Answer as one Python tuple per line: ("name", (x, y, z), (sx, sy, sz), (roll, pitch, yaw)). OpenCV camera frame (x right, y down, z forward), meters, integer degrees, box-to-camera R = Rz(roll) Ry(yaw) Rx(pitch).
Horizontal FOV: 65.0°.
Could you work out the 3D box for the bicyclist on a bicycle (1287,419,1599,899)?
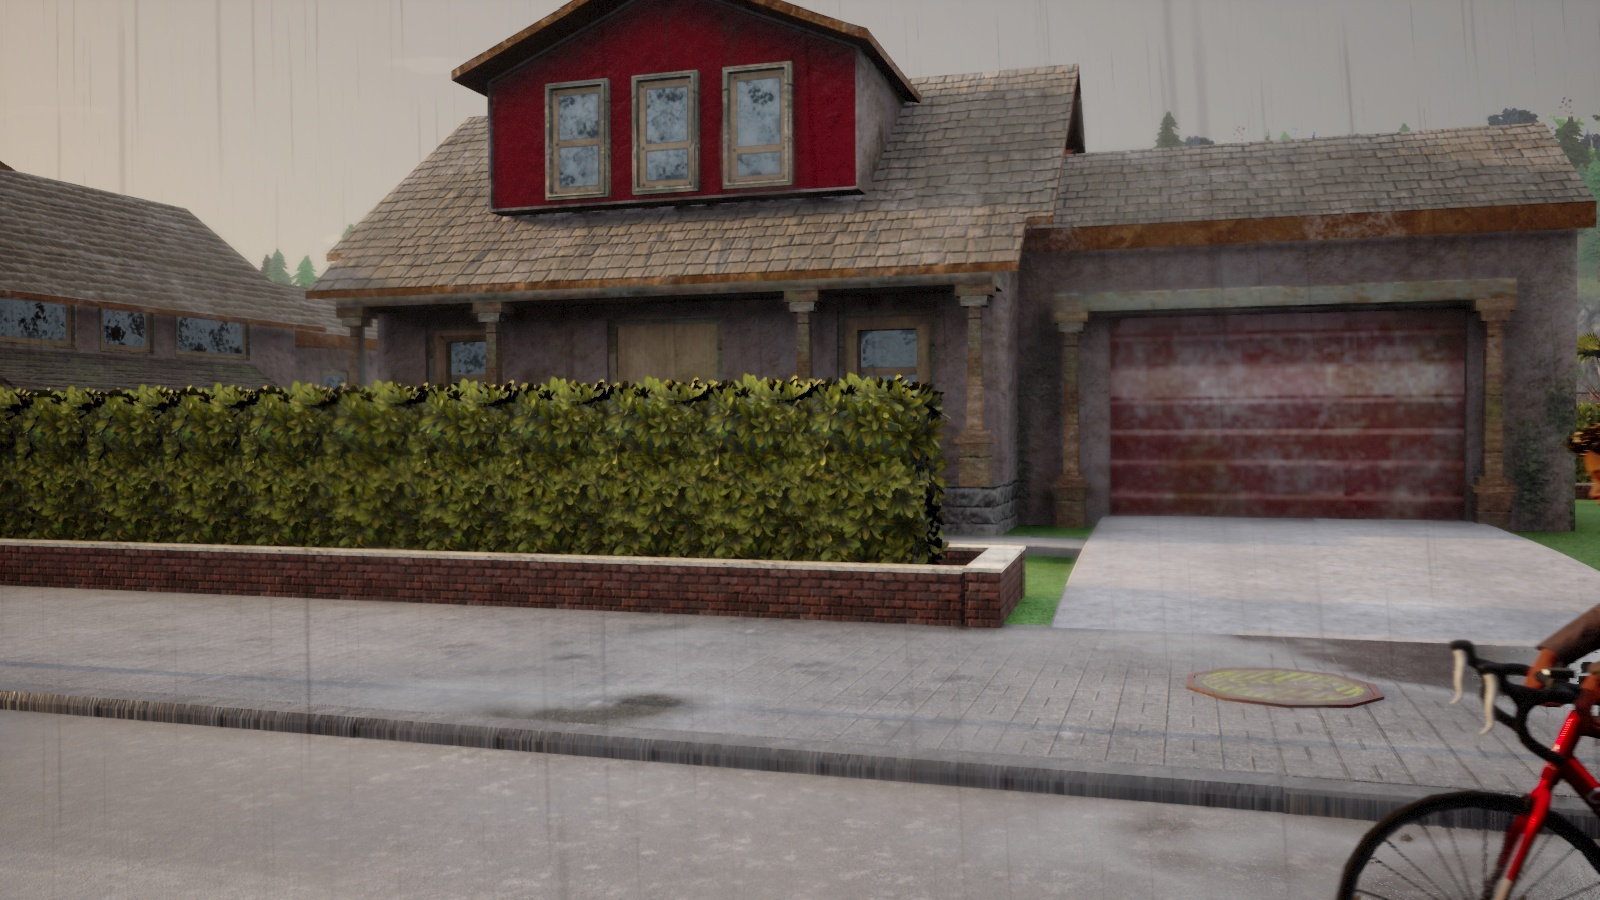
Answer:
("bicyclist on a bicycle", (2.074, 0.739, 2.997), (1.656, 1.620, 0.582), (0, 1, 17))
